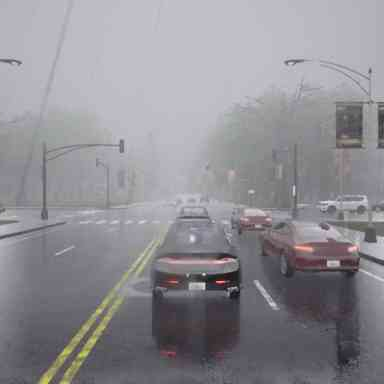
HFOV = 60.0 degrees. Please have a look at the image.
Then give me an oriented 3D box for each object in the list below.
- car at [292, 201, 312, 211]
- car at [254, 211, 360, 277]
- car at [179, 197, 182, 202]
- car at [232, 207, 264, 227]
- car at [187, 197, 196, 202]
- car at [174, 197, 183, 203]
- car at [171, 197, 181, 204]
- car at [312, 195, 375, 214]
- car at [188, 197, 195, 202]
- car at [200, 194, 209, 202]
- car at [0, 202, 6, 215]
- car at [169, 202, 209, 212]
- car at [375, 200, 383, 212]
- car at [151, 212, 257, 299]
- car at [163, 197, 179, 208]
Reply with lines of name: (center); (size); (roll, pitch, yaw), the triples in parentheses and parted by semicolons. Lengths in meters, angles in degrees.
car: (14.811, 1.772, 40.764); (4.718, 1.301, 1.895); (0, 0, 0)
car: (3.332, 1.533, 10.162); (1.812, 1.442, 4.674); (0, 0, 0)
car: (-3.399, 1.705, 61.351); (2.128, 1.511, 4.902); (0, 0, 1)
car: (3.335, 1.555, 18.970); (1.812, 1.442, 4.674); (0, 0, 1)
car: (-0.111, 1.893, 82.487); (1.882, 1.535, 5.008); (0, -1, 0)
car: (-3.361, 1.946, 81.739); (2.033, 1.411, 5.357); (0, -1, 0)
car: (-3.347, 1.850, 71.262); (1.994, 1.385, 4.181); (0, -1, 0)
car: (17.056, 1.399, 37.541); (5.566, 2.045, 2.150); (0, 0, -1)
car: (-0.127, 1.965, 92.940); (1.994, 1.385, 4.181); (0, -1, 0)
car: (3.138, 1.642, 82.558); (2.150, 2.045, 5.566); (0, -1, 0)
car: (-20.182, 1.224, 30.508); (5.566, 2.045, 2.150); (0, 0, -1)
car: (0.077, 1.517, 17.851); (2.128, 1.511, 4.902); (0, 0, 0)
car: (23.943, 1.695, 40.849); (5.008, 1.535, 1.882); (0, 0, 0)
car: (0.088, 1.496, 8.444); (2.128, 1.511, 4.902); (0, 0, 0)
car: (-3.414, 1.759, 51.795); (1.895, 1.301, 4.718); (0, 0, 0)
